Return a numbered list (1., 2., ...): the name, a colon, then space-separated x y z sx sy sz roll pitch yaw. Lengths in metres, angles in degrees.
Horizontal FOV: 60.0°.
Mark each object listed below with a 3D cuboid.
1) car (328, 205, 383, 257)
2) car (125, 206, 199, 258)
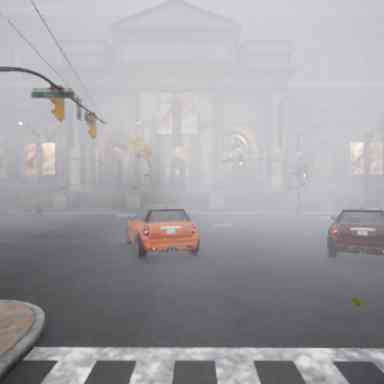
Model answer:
1. car: 6.313 1.306 12.345 2.097 1.767 4.553 0 0 27
2. car: -1.325 1.305 12.902 2.097 1.767 4.553 0 0 -17
